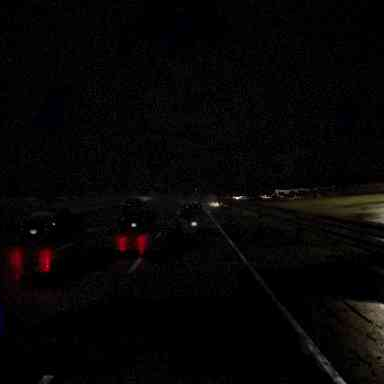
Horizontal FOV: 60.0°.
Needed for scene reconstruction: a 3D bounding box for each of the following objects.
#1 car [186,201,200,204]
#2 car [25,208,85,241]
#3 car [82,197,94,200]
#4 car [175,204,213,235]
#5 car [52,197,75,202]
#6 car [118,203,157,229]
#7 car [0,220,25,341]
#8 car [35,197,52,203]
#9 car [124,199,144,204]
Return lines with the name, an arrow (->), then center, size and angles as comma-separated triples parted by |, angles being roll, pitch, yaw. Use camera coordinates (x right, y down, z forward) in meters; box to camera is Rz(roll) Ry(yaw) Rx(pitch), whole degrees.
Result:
car -> 0.114, 1.662, 37.764 | 1.895, 1.301, 4.718 | 0, 0, 0
car -> -6.894, 1.548, 16.774 | 1.812, 1.442, 4.674 | 0, 0, 0
car -> -17.536, 1.621, 55.869 | 1.837, 1.490, 4.892 | 0, 0, 1
car -> 0.107, 1.589, 18.888 | 1.994, 1.385, 4.181 | 0, 0, 0
car -> -21.032, 1.641, 55.452 | 1.812, 1.442, 4.674 | 0, 0, 1
car -> -3.392, 1.630, 21.663 | 1.895, 1.301, 4.718 | 0, 0, 0
car -> -3.398, 1.224, 1.781 | 2.150, 2.045, 5.566 | 0, 0, 0
car -> -24.525, 1.609, 55.851 | 2.128, 1.511, 4.902 | 0, 0, 1
car -> -6.886, 1.571, 39.600 | 1.837, 1.490, 4.892 | 0, 0, 0
